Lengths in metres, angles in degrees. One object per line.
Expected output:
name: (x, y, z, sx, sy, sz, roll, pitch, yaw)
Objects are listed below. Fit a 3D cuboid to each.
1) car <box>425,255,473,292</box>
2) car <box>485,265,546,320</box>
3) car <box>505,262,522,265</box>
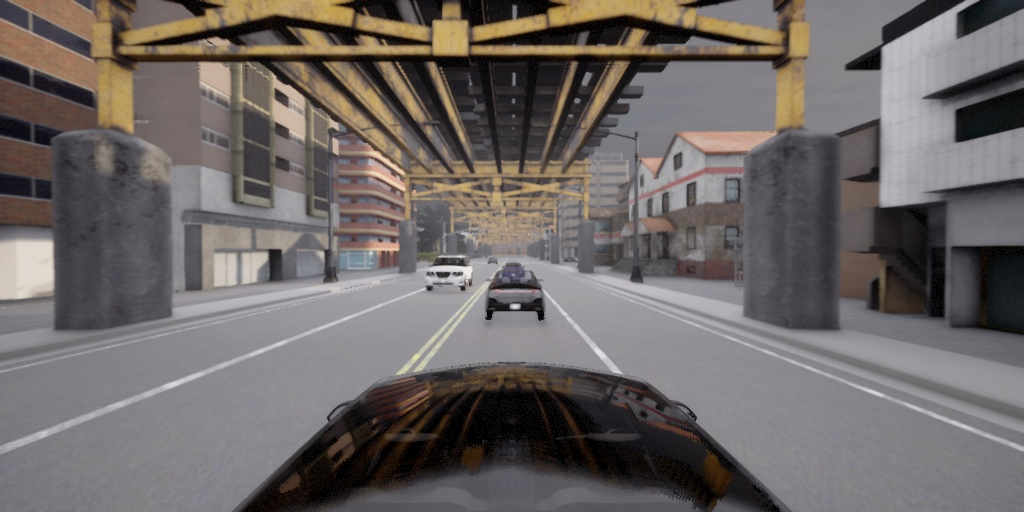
car: (-3.597, 0.940, 21.444, 2.150, 2.045, 5.566, 0, 0, 0)
car: (0.097, 1.224, 12.616, 2.128, 1.511, 4.902, 0, 0, 0)
car: (0.114, 1.213, 29.520, 1.812, 1.442, 4.674, 0, 0, 0)
